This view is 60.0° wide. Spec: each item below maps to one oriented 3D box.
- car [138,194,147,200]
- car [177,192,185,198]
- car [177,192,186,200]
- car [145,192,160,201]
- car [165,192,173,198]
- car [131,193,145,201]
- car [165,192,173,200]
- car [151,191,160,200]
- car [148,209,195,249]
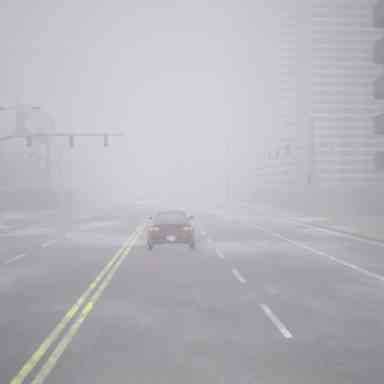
[{"bbox_3d":[-13.218,1.236,88.862,1.812,1.442,4.674,-1,0,-4],"label":"car"},{"bbox_3d":[-3.160,0.784,95.445,2.097,1.767,4.553,-1,0,-4],"label":"car"},{"bbox_3d":[-2.432,1.154,85.184,2.128,1.511,4.902,-1,0,-4],"label":"car"},{"bbox_3d":[-8.625,0.977,73.474,2.150,2.045,5.566,-1,0,-4],"label":"car"},{"bbox_3d":[-6.651,0.819,95.199,2.097,1.767,4.553,-1,0,-4],"label":"car"},{"bbox_3d":[-12.113,1.382,73.230,1.895,1.301,4.718,-1,0,-4],"label":"car"},{"bbox_3d":[-5.949,1.257,85.320,1.895,1.301,4.718,-1,0,-4],"label":"car"},{"bbox_3d":[-9.727,0.902,89.077,2.150,2.045,5.566,-1,0,-4],"label":"car"},{"bbox_3d":[-0.878,1.469,14.211,1.812,1.442,4.674,-1,0,-3],"label":"car"}]
